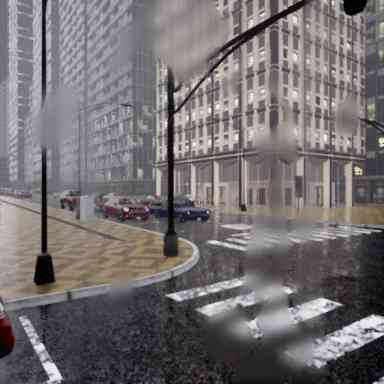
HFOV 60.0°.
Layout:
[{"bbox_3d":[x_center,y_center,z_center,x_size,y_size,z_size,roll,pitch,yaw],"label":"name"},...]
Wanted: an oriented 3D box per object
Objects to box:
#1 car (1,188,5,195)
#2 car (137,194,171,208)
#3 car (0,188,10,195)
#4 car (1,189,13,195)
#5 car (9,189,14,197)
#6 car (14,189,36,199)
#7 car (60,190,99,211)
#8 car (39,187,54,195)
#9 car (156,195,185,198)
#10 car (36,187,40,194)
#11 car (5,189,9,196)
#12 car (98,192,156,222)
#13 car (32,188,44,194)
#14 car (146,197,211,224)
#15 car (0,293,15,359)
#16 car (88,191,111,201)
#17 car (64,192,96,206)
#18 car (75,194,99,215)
[{"bbox_3d":[-36.925,0.102,67.656,2.008,1.369,4.403,1,0,-36],"label":"car"},{"bbox_3d":[-4.183,0.971,36.332,1.802,1.307,4.206,1,0,-36],"label":"car"},{"bbox_3d":[-43.417,-0.118,76.719,1.887,1.381,4.507,1,0,-36],"label":"car"},{"bbox_3d":[-40.172,0.010,72.187,1.947,1.339,4.313,1,0,-36],"label":"car"},{"bbox_3d":[-30.434,0.315,58.592,2.008,1.369,4.403,1,0,-36],"label":"car"},{"bbox_3d":[-27.188,0.417,54.061,1.887,1.381,4.507,1,0,-36],"label":"car"},{"bbox_3d":[-10.953,0.723,31.402,2.192,1.841,5.009,1,0,-36],"label":"car"},{"bbox_3d":[-33.405,-0.031,77.133,1.887,1.381,4.507,1,0,-36],"label":"car"},{"bbox_3d":[-1.768,1.022,28.491,1.882,1.535,5.008,0,1,-36],"label":"car"},{"bbox_3d":[-36.647,-0.367,81.665,2.192,1.841,5.009,1,0,-36],"label":"car"},{"bbox_3d":[-33.679,0.202,63.124,1.887,1.381,4.507,1,0,-36],"label":"car"},{"bbox_3d":[-4.464,1.063,22.339,1.967,1.590,4.097,1,0,-36],"label":"car"},{"bbox_3d":[-39.900,-0.223,86.200,1.947,1.339,4.313,1,0,-36],"label":"car"},{"bbox_3d":[-0.851,1.268,21.715,1.895,1.301,4.718,0,1,-36],"label":"car"},{"bbox_3d":[-4.282,1.441,3.508,4.097,1.590,1.967,0,0,-35],"label":"car"},{"bbox_3d":[-13.924,0.633,49.933,1.947,1.339,4.313,1,0,-36],"label":"car"},{"bbox_3d":[-13.187,0.751,38.963,2.128,1.511,4.902,0,1,-35],"label":"car"},{"bbox_3d":[-7.714,1.098,26.871,1.802,1.307,4.206,1,0,-36],"label":"car"}]
